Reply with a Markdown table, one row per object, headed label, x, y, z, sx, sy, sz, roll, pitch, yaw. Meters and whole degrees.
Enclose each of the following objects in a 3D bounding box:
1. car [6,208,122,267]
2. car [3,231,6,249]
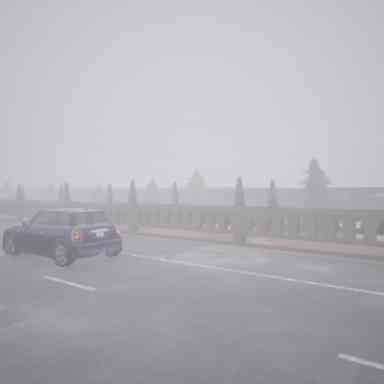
| label | x | y | z | sx | sy | sz | roll | pitch | yaw |
| --- | --- | --- | --- | --- | --- | --- | --- | --- | --- |
| car | -4.577 | 1.339 | 11.553 | 4.553 | 1.767 | 2.097 | 0 | 0 | 36 |
| car | -7.662 | 1.477 | 9.457 | 4.902 | 1.511 | 2.128 | 0 | 0 | 36 |
